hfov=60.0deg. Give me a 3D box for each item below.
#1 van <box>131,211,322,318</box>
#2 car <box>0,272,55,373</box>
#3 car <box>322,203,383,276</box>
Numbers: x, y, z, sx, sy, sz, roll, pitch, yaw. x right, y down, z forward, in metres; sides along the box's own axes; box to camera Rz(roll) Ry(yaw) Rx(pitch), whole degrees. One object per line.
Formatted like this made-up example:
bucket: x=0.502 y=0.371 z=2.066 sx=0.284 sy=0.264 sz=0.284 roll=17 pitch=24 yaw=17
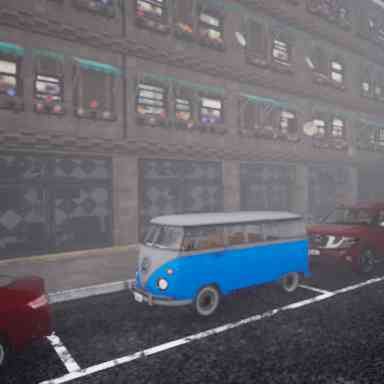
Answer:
van: x=0.764 y=1.331 z=7.100 sx=3.998 sy=1.788 sz=1.690 roll=0 pitch=-1 yaw=-36
car: x=-3.837 y=1.584 z=3.796 sx=4.206 sy=1.307 sz=1.802 roll=0 pitch=-1 yaw=-36
car: x=5.356 y=1.294 z=10.414 sx=5.009 sy=1.841 sz=2.192 roll=0 pitch=-1 yaw=-36
